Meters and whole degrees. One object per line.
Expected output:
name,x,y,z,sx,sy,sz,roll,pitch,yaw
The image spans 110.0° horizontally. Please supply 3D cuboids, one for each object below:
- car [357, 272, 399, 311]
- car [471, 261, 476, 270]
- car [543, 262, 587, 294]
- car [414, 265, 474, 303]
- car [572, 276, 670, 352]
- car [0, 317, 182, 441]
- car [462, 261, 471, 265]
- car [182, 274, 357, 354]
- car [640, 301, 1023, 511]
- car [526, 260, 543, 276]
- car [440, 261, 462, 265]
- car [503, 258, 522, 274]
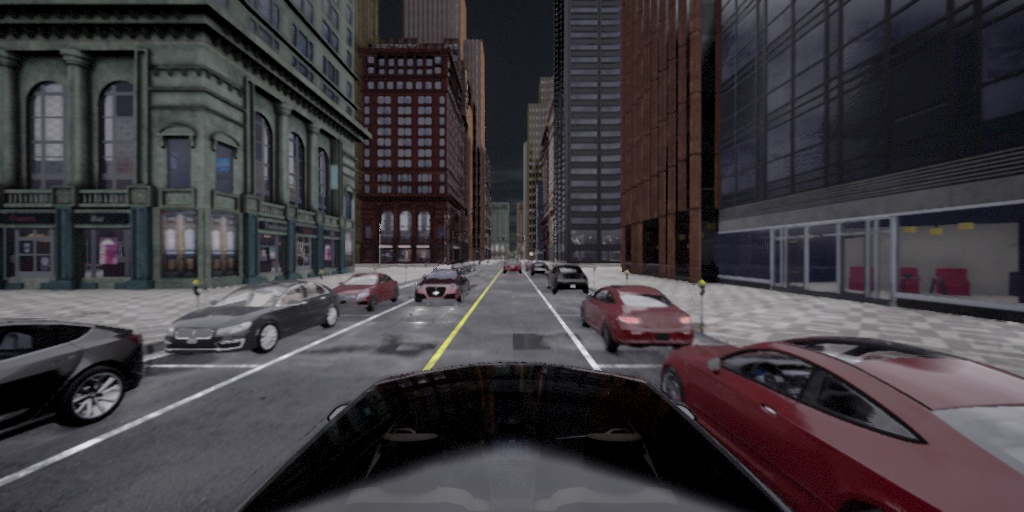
car,-5.758,1.327,14.280,1.802,1.307,4.207,0,0,0
car,-5.747,1.314,42.462,1.948,1.339,4.313,0,0,0
car,3.007,1.249,20.134,1.837,1.490,4.892,0,0,0
car,-3.093,1.308,16.557,1.994,1.385,4.181,0,0,0
car,2.765,1.329,8.645,1.802,1.307,4.207,0,0,0
car,-5.762,1.315,3.006,1.948,1.339,4.313,0,0,0
car,-5.749,1.312,36.825,1.948,1.339,4.313,0,0,0
car,-5.760,1.297,8.642,2.007,1.370,4.403,0,0,0
car,2.763,1.331,3.008,1.802,1.307,4.207,0,0,0
car,2.776,1.311,36.825,1.948,1.339,4.313,0,0,0
car,-5.751,1.326,31.189,1.802,1.307,4.207,0,0,0
car,0.072,1.099,41.087,2.097,1.767,4.553,0,0,1
